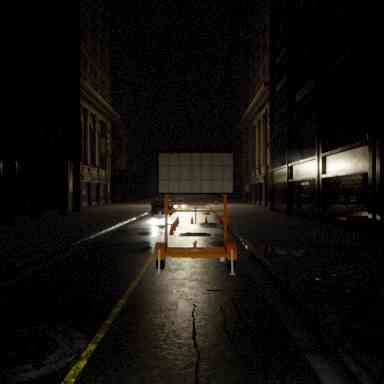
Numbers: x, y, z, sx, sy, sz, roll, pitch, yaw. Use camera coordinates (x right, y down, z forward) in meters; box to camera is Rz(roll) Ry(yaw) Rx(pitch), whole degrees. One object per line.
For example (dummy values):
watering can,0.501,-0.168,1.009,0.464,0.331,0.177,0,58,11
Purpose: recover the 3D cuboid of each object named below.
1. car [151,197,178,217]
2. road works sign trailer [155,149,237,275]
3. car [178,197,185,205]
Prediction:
car,-2.724,1.500,31.242,2.128,1.511,4.902,0,0,1
road works sign trailer,0.117,0.466,10.429,2.380,3.560,2.880,0,0,1
car,-2.255,1.632,60.959,1.895,1.301,4.718,0,0,1
